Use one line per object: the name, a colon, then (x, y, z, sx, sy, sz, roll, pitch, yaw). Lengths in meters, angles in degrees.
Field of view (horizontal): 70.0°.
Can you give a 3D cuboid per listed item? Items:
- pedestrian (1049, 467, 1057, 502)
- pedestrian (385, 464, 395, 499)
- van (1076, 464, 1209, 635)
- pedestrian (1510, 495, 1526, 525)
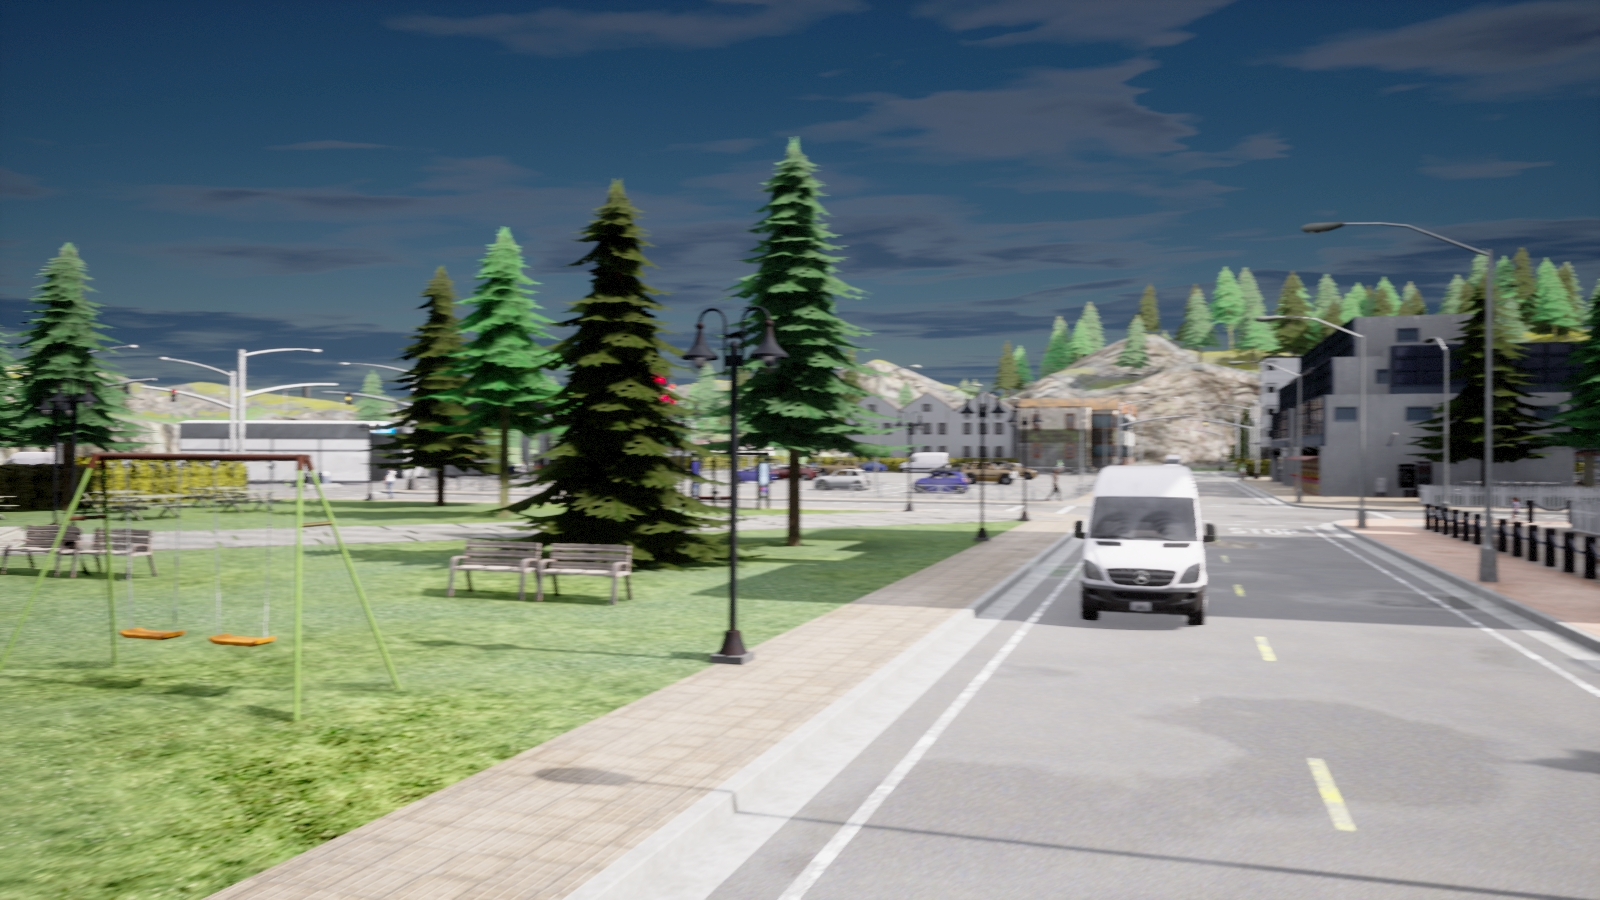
pedestrian: (13.624, 1.837, 61.431, 0.375, 1.860, 0.375, 0, 0, 8)
pedestrian: (-21.863, 1.687, 60.912, 0.375, 1.860, 0.375, 0, 0, 14)
van: (6.286, 1.573, 20.710, 1.988, 2.561, 5.915, 0, 0, 18)
pedestrian: (27.057, 2.247, 43.057, 0.500, 1.100, 0.500, 0, 0, 33)
